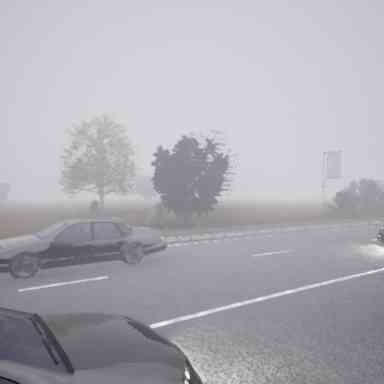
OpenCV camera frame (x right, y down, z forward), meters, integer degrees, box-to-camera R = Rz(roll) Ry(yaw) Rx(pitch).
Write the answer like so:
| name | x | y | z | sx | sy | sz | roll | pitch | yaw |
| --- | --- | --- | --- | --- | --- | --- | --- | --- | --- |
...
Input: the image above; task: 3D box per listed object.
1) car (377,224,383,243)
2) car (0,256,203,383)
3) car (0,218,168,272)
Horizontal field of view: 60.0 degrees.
| name | x | y | z | sx | sy | sz | roll | pitch | yaw |
| --- | --- | --- | --- | --- | --- | --- | --- | --- | --- |
| car | 9.909 | 1.547 | 14.257 | 4.181 | 1.385 | 1.994 | 0 | 0 | -29 |
| car | -1.910 | 1.558 | 2.307 | 4.181 | 1.385 | 1.994 | 0 | 0 | -35 |
| car | -3.371 | 1.527 | 10.092 | 5.357 | 1.411 | 2.033 | 0 | 0 | -34 |
